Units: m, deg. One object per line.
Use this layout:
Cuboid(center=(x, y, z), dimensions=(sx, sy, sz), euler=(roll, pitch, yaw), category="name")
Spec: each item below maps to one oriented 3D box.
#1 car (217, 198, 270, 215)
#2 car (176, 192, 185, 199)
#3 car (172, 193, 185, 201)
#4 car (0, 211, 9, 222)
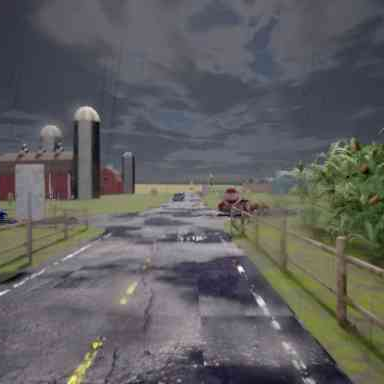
Cuboid(center=(4.499, 1.228, 29.139), dimensions=(4.674, 1.442, 1.812), euler=(-1, 1, -12), category="car")
Cuboid(center=(-2.743, 0.864, 80.747), dimensions=(1.882, 1.535, 5.008), euler=(0, 0, 0), category="car")
Cuboid(center=(-2.751, 0.905, 65.467), dimensions=(2.097, 1.767, 4.553), euler=(0, 0, 0), category="car")
Cuboid(center=(-16.643, 1.686, 25.139), dimensions=(5.008, 1.535, 1.882), euler=(0, 1, -10), category="car")
